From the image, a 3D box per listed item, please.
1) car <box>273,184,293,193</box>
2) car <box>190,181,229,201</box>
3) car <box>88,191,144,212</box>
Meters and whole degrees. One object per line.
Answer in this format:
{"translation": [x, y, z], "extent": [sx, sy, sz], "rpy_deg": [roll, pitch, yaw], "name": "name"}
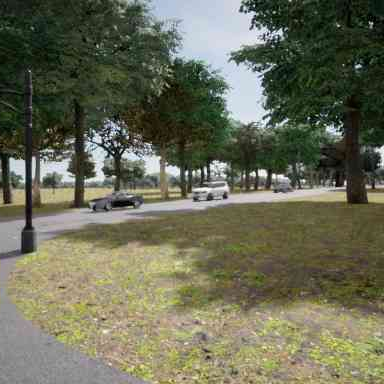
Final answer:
{"translation": [14.724, -0.566, 53.675], "extent": [1.837, 1.490, 4.892], "rpy_deg": [-1, 1, 38], "name": "car"}
{"translation": [2.096, -0.102, 37.452], "extent": [2.150, 2.045, 5.566], "rpy_deg": [-1, 3, 37], "name": "car"}
{"translation": [-6.053, 0.701, 26.851], "extent": [2.128, 1.511, 4.902], "rpy_deg": [-1, 2, 37], "name": "car"}
